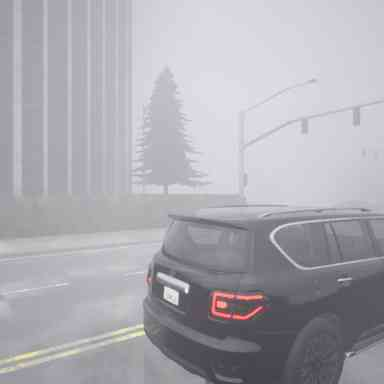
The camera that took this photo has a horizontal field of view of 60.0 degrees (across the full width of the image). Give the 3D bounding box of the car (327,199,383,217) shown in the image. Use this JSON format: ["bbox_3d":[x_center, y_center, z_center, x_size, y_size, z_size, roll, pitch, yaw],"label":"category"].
[{"bbox_3d":[15.971,1.505,32.636,1.837,1.490,4.892,0,0,-36],"label":"car"}]

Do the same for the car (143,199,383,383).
[{"bbox_3d":[1.977,1.221,5.154,5.566,2.045,2.150,0,0,-35],"label":"car"}]

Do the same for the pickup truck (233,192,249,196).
[{"bbox_3d":[10.149,1.058,68.759,2.390,2.098,6.274,0,0,-5],"label":"pickup truck"}]

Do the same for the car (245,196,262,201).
[{"bbox_3d":[8.186,1.563,43.316,1.994,1.385,4.181,0,0,-36],"label":"car"}]
